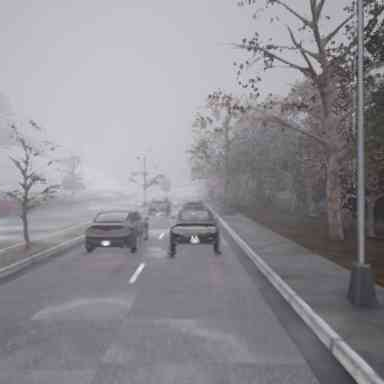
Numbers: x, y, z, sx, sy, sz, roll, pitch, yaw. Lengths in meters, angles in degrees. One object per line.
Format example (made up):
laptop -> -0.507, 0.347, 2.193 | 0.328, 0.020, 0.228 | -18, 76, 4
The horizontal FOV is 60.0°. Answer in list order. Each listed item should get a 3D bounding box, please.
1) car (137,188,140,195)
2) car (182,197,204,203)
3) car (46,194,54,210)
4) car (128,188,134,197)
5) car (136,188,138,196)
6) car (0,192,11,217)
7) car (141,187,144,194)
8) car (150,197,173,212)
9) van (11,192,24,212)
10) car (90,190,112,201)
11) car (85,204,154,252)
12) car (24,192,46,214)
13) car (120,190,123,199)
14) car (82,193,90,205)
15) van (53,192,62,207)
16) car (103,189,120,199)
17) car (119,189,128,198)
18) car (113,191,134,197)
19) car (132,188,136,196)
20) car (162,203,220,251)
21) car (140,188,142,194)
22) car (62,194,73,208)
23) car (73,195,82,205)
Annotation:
car -> -16.855, 0.186, 87.481 | 4.553, 1.767, 2.185 | -1, 1, -20
car -> 0.100, 1.257, 31.066 | 1.837, 1.490, 4.892 | 0, 1, 0
car -> -16.851, 1.216, 33.510 | 4.892, 1.521, 2.231 | -1, 1, -20
car -> -16.659, 0.593, 75.547 | 5.366, 1.575, 1.946 | -1, 1, -20
car -> -16.828, 0.433, 84.498 | 4.674, 1.452, 2.002 | -1, 1, -20
car -> -16.892, 1.083, 24.542 | 5.566, 2.045, 2.435 | -1, 1, -20
car -> -16.812, 0.142, 93.493 | 5.008, 1.535, 2.097 | -1, 2, -20
car -> -2.900, 1.245, 30.991 | 2.128, 1.511, 4.902 | 0, 1, 0
van -> -16.756, 1.067, 27.586 | 4.442, 1.987, 1.878 | -1, 1, -20
car -> -16.817, 0.922, 57.479 | 4.792, 1.488, 2.163 | -1, 1, -20
car -> -2.899, 1.454, 13.618 | 1.837, 1.490, 4.892 | 0, 0, 0
car -> -16.838, 1.003, 30.538 | 5.566, 2.045, 2.435 | -1, 1, -20
car -> -16.841, 0.803, 66.476 | 4.674, 1.452, 2.002 | -1, 1, -20
car -> -16.824, 1.083, 45.475 | 4.792, 1.488, 2.163 | -1, 1, -20
van -> -16.967, 0.951, 36.446 | 4.442, 1.987, 1.878 | -1, 1, -20
car -> -17.010, 0.810, 63.402 | 5.366, 1.575, 1.946 | -1, 1, -20
car -> -16.812, 0.465, 69.490 | 5.566, 2.045, 2.435 | -1, 1, -20
car -> -16.853, 0.494, 81.473 | 4.792, 1.488, 2.163 | -1, 2, -20
car -> -16.858, 0.284, 78.469 | 5.566, 2.045, 2.435 | -1, 2, -20
car -> 0.100, 1.438, 13.848 | 2.128, 1.511, 4.902 | 0, 0, 0
car -> -16.824, 0.268, 90.495 | 4.674, 1.452, 2.002 | -1, 1, -20
car -> -16.826, 1.008, 39.482 | 4.553, 1.767, 2.185 | -1, 1, -20
car -> -16.847, 1.135, 42.457 | 4.674, 1.452, 2.002 | -1, 1, -20
